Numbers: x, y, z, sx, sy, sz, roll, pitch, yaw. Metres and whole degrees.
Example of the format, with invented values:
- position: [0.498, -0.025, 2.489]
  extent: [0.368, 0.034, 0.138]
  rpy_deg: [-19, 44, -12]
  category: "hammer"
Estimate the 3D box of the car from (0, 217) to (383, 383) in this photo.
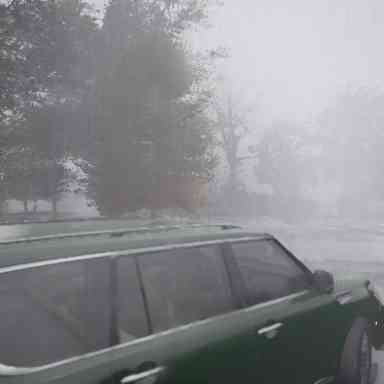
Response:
- position: [-0.143, 1.277, 3.305]
  extent: [5.566, 2.045, 2.150]
  rpy_deg: [0, -1, -40]
  category: "car"
